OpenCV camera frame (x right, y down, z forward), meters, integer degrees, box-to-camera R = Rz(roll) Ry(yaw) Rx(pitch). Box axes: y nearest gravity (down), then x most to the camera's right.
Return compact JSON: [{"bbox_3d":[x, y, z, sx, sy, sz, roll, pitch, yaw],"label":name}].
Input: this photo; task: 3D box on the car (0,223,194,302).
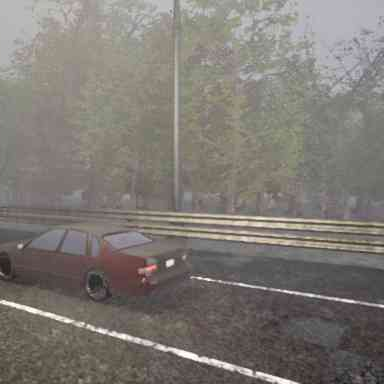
[{"bbox_3d":[-2.620,1.467,7.985,5.357,1.411,2.033,1,1,30],"label":"car"}]
